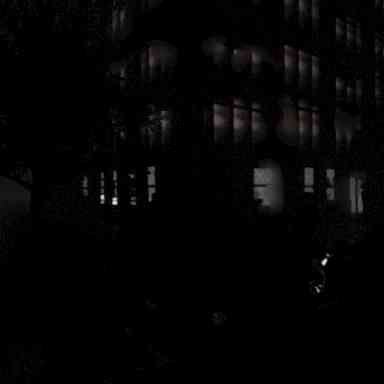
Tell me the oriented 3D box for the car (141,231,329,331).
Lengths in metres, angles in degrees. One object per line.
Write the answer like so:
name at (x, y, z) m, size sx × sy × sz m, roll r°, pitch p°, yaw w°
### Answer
car at (1.076, 1.542, 6.866) m, size 4.313 × 1.339 × 1.947 m, roll 0°, pitch 0°, yaw -36°

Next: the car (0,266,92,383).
car at (-3.438, 1.549, 3.646) m, size 4.507 × 1.381 × 1.887 m, roll 0°, pitch 0°, yaw -36°
